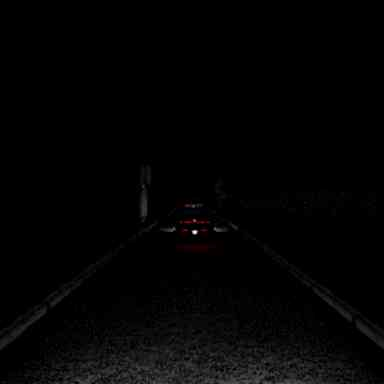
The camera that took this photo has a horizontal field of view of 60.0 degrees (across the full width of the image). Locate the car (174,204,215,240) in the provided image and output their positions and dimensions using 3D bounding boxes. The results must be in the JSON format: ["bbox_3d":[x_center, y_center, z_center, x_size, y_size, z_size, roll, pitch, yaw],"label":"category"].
[{"bbox_3d":[0.130,1.565,17.296,1.837,1.490,4.892,0,-1,0],"label":"car"}]

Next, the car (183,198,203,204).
[{"bbox_3d":[0.166,1.750,39.368,2.150,2.045,5.566,0,-1,0],"label":"car"}]
